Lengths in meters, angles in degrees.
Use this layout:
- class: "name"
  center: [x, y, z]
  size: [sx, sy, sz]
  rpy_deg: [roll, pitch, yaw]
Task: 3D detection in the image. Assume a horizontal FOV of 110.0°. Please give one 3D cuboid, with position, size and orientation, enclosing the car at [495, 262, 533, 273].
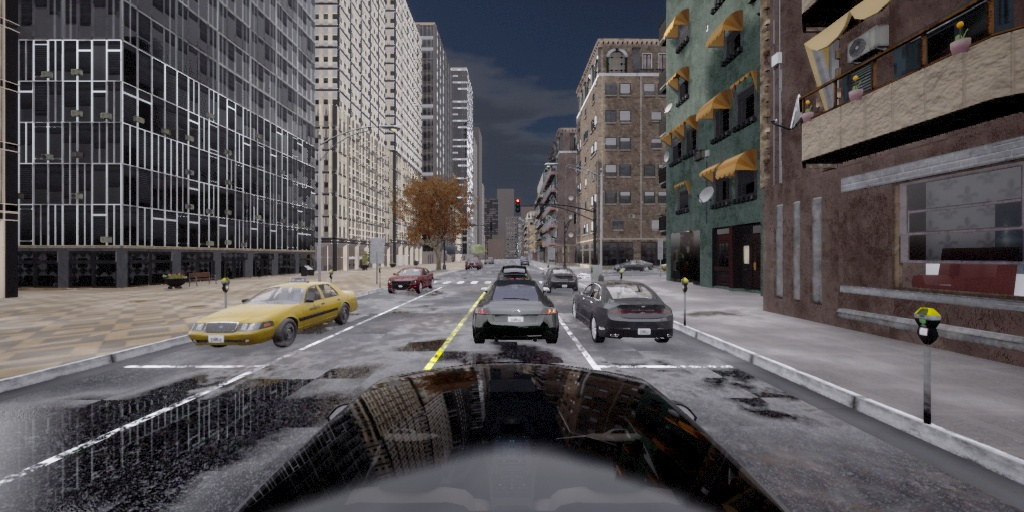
- class: "car"
  center: [0.107, 1.259, 19.670]
  size: [1.837, 1.490, 4.892]
  rpy_deg: [0, 0, -1]

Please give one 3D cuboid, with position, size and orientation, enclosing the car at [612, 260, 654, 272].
- class: "car"
  center: [13.440, 1.108, 39.954]
  size: [4.403, 1.370, 2.007]
  rpy_deg: [0, 0, -1]

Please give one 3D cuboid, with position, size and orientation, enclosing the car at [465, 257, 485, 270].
- class: "car"
  center: [-5.685, 1.098, 52.928]
  size: [2.192, 1.841, 5.009]
  rpy_deg: [0, 0, 0]

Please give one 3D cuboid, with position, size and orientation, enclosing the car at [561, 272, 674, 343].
- class: "car"
  center: [2.690, 1.301, 9.473]
  size: [2.007, 1.370, 4.403]
  rpy_deg: [0, 0, 0]

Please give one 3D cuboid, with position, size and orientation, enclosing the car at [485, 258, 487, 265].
- class: "car"
  center: [-5.684, 1.356, 58.451]
  size: [1.948, 1.339, 4.313]
  rpy_deg: [0, 0, 0]

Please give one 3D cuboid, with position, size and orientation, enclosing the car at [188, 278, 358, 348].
- class: "car"
  center: [-5.690, 1.276, 9.305]
  size: [1.751, 1.417, 4.829]
  rpy_deg: [0, 0, 0]

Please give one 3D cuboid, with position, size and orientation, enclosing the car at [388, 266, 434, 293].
- class: "car"
  center: [-5.689, 1.299, 20.540]
  size: [1.888, 1.381, 4.507]
  rpy_deg: [0, 0, 0]

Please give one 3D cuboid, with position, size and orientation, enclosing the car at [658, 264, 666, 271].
- class: "car"
  center: [18.837, 1.006, 40.008]
  size: [4.829, 1.417, 1.751]
  rpy_deg: [0, 0, -1]

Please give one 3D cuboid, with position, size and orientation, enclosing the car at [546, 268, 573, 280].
- class: "car"
  center: [2.691, 1.305, 20.539]
  size: [2.007, 1.370, 4.403]
  rpy_deg: [0, 0, 0]

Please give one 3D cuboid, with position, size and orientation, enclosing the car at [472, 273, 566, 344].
- class: "car"
  center: [0.088, 1.315, 9.621]
  size: [1.994, 1.385, 4.181]
  rpy_deg: [0, 0, 0]
